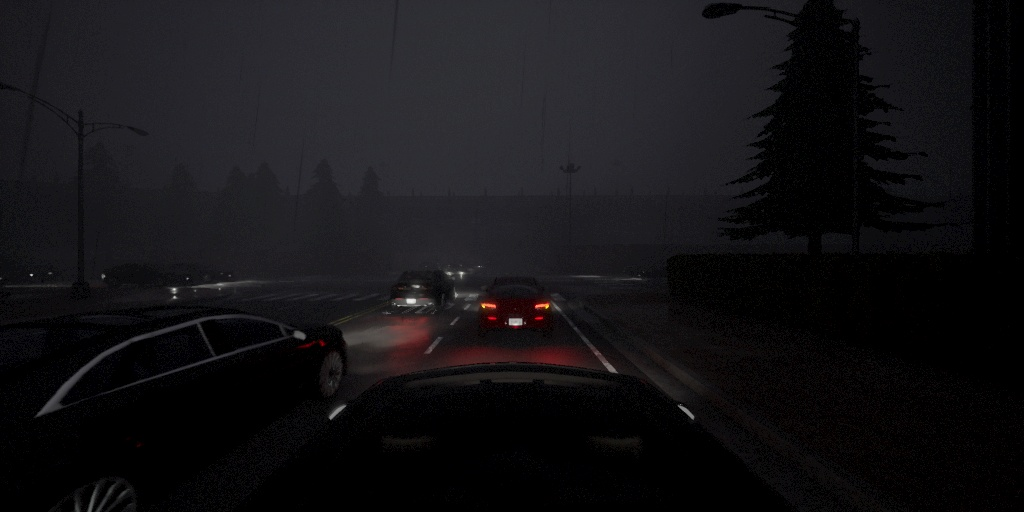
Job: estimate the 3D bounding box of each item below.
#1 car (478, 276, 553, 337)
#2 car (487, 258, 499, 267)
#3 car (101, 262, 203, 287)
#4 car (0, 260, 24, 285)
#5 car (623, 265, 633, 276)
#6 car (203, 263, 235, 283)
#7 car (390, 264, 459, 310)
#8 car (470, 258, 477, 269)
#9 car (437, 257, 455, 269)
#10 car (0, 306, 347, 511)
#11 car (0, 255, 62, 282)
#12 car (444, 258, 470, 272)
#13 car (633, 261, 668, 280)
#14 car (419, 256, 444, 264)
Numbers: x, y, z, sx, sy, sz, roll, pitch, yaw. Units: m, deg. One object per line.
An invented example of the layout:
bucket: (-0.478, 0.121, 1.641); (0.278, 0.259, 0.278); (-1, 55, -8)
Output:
car: (0.085, 1.276, 10.149); (1.812, 1.442, 4.674); (0, 0, 0)
car: (-3.393, 1.102, 64.681); (2.097, 1.767, 4.553); (0, 0, 0)
car: (-23.339, 1.199, 23.093); (4.892, 1.490, 1.837); (0, 0, 0)
car: (-35.264, 1.184, 22.764); (4.902, 1.511, 2.128); (0, 0, -6)
car: (13.069, 1.186, 33.907); (4.902, 1.511, 2.128); (0, 0, 0)
car: (-23.360, 1.198, 26.588); (4.892, 1.490, 1.837); (0, 0, -1)
car: (-3.488, 1.257, 14.598); (1.837, 1.490, 4.892); (0, 1, -2)
car: (-7.117, 1.103, 56.744); (2.097, 1.767, 4.553); (0, 0, -3)
car: (-10.582, 1.102, 57.632); (2.097, 1.767, 4.553); (0, 0, 0)
car: (-3.403, 1.241, 3.488); (2.128, 1.511, 4.902); (0, 0, 0)
car: (-36.893, 0.914, 26.194); (5.566, 2.045, 2.150); (0, 0, -7)
car: (-7.087, 1.102, 46.688); (2.097, 1.767, 4.553); (0, 0, 0)
car: (13.458, 1.242, 30.383); (5.357, 1.411, 2.033); (0, 0, 0)
car: (-10.585, 0.971, 47.028); (2.150, 2.045, 5.566); (0, 0, 0)
